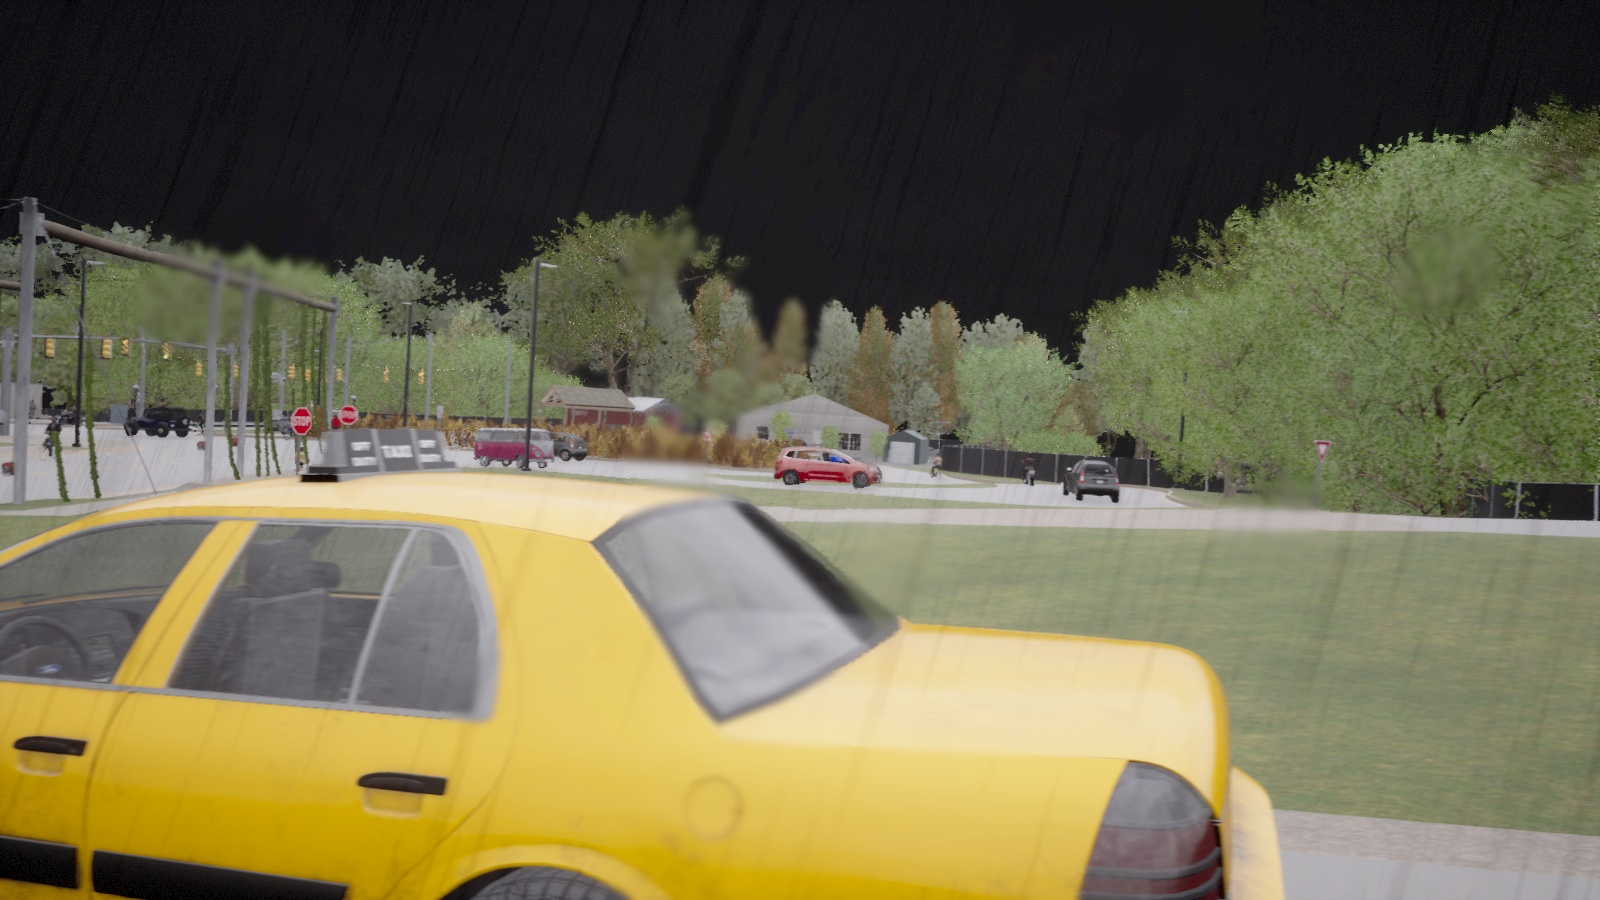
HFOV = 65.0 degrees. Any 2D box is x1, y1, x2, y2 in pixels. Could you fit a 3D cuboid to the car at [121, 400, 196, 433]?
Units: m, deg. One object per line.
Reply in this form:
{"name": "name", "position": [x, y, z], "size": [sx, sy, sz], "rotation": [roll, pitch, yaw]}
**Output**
{"name": "car", "position": [-39.469, -2.053, 77.277], "size": [3.866, 1.878, 1.905], "rotation": [3, 2, 17]}

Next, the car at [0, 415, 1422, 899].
{"name": "car", "position": [-1.313, 0.699, 3.638], "size": [5.366, 1.575, 1.801], "rotation": [1, 1, 19]}

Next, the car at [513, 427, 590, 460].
{"name": "car", "position": [-14.462, -0.396, 73.092], "size": [3.988, 1.617, 1.851], "rotation": [4, 2, 22]}

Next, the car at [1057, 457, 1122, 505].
{"name": "car", "position": [12.039, 1.257, 52.368], "size": [1.851, 1.617, 3.988], "rotation": [3, 3, 2]}

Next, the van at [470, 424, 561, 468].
{"name": "van", "position": [-14.125, -0.204, 62.209], "size": [4.442, 1.987, 1.775], "rotation": [2, 0, 34]}

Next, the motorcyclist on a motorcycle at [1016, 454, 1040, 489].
{"name": "motorcyclist on a motorcycle", "position": [11.465, 1.060, 63.273], "size": [0.766, 1.649, 2.350], "rotation": [1, 1, 1]}

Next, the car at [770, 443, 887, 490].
{"name": "car", "position": [1.244, 0.669, 53.020], "size": [4.611, 1.667, 2.242], "rotation": [3, 1, 9]}
